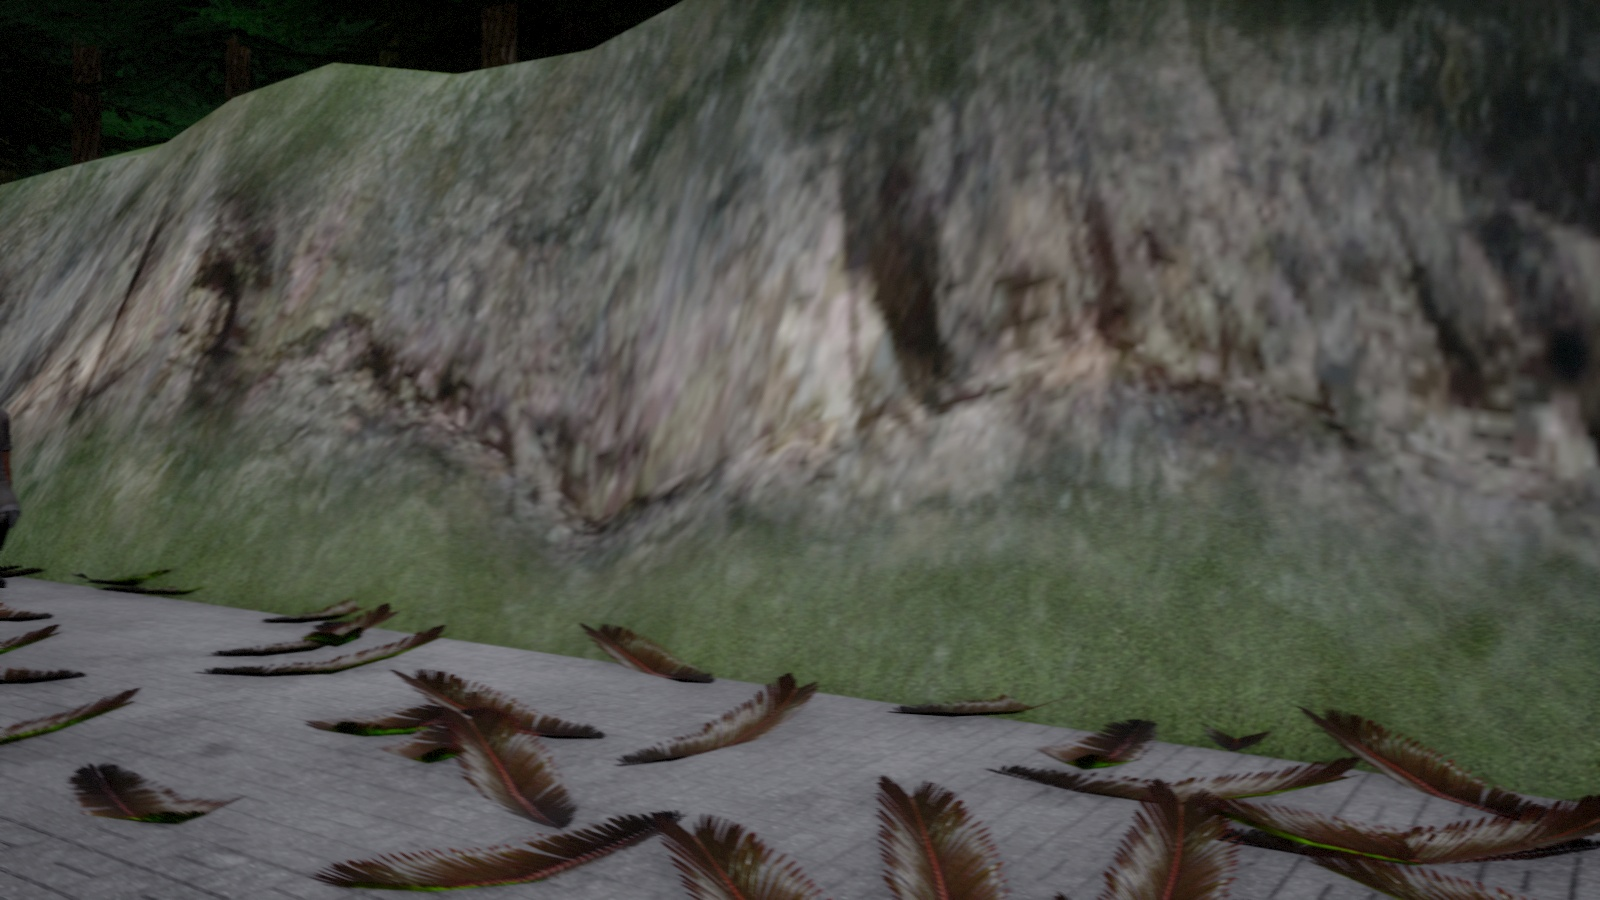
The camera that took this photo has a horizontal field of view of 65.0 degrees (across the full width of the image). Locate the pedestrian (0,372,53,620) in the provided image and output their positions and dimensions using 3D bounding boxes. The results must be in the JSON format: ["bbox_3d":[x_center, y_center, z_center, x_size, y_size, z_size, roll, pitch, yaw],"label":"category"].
[{"bbox_3d":[-6.629,0.363,10.164,0.873,1.952,0.659,0,1,33],"label":"pedestrian"}]
